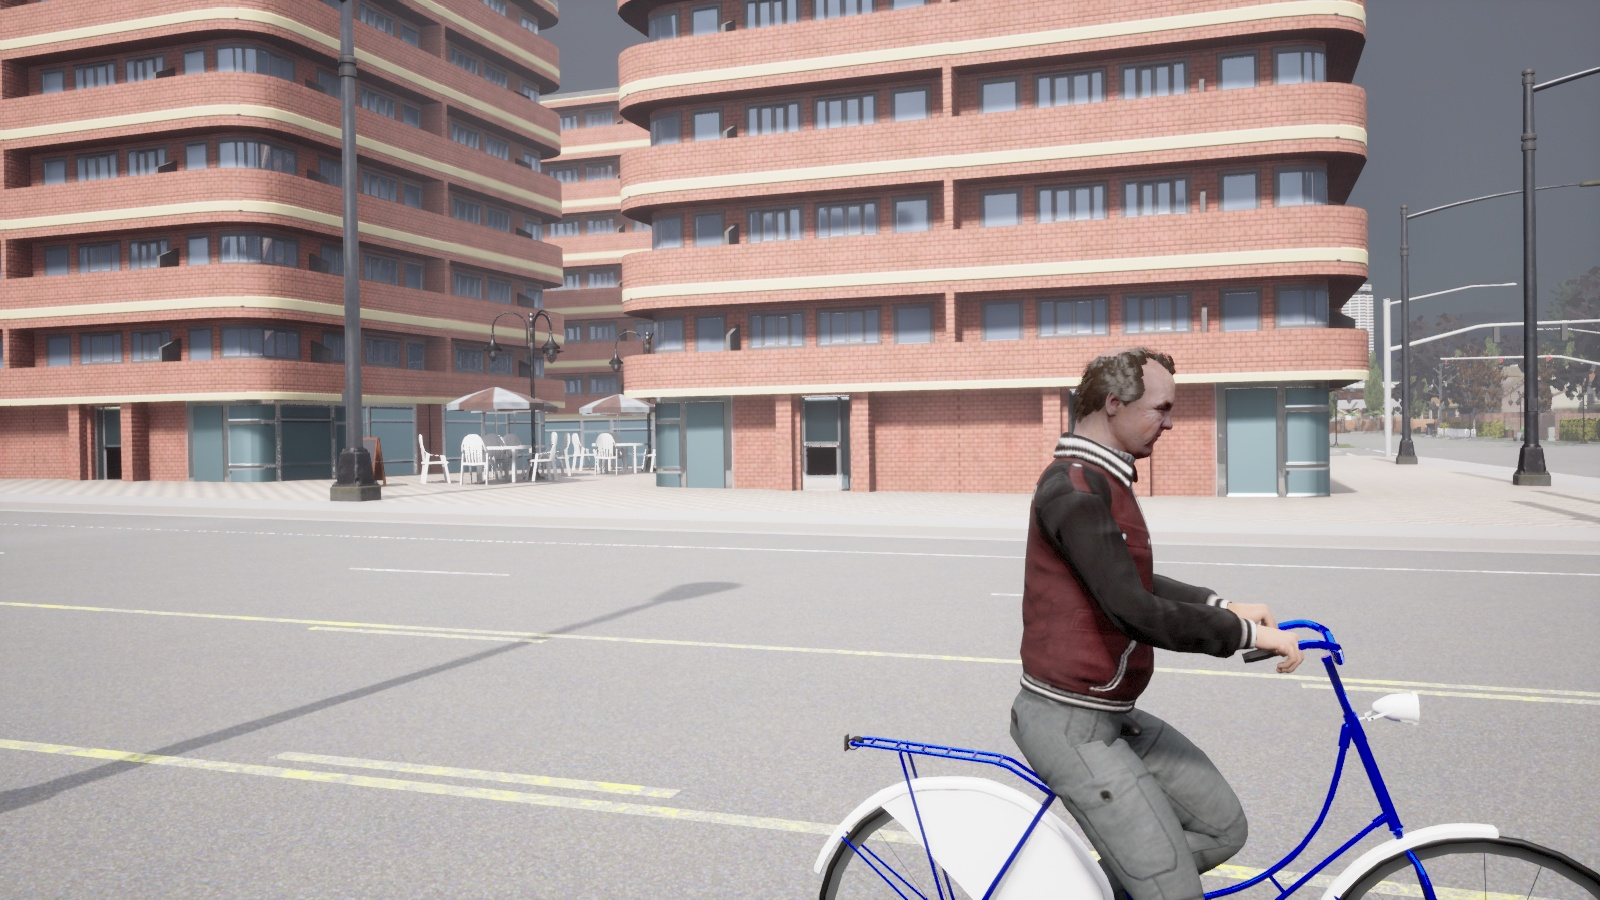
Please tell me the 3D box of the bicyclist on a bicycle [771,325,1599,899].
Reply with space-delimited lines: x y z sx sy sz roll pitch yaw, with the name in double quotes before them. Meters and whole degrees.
"bicyclist on a bicycle" 0.913 0.654 2.814 1.843 1.776 0.659 0 1 18
